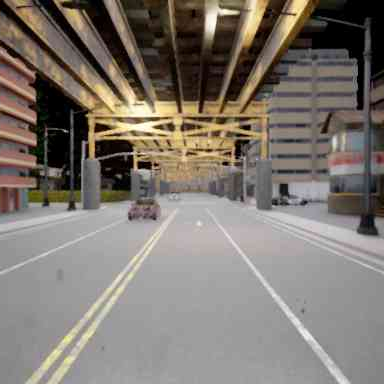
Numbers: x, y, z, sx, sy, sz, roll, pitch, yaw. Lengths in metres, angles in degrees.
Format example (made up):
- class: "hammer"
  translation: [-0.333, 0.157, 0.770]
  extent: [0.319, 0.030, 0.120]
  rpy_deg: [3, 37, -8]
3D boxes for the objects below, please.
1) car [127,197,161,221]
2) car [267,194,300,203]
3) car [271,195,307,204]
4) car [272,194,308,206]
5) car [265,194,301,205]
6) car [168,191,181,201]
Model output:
- class: "car"
  translation: [-3.587, 1.224, 25.633]
  extent: [2.097, 1.767, 4.553]
  rpy_deg: [0, 0, 0]
- class: "car"
  translation: [13.628, 0.968, 49.586]
  extent: [4.536, 1.218, 1.853]
  rpy_deg: [0, 1, 25]
- class: "car"
  translation: [13.304, 1.003, 45.467]
  extent: [4.536, 1.218, 1.853]
  rpy_deg: [0, 1, -20]
- class: "car"
  translation: [13.255, 1.160, 45.450]
  extent: [4.974, 1.542, 2.038]
  rpy_deg: [0, 1, -20]
- class: "car"
  translation: [13.581, 1.126, 49.609]
  extent: [4.974, 1.542, 2.038]
  rpy_deg: [0, 1, 25]
- class: "car"
  translation: [-3.510, 0.748, 67.201]
  extent: [2.150, 2.045, 5.566]
  rpy_deg: [0, 1, 0]
